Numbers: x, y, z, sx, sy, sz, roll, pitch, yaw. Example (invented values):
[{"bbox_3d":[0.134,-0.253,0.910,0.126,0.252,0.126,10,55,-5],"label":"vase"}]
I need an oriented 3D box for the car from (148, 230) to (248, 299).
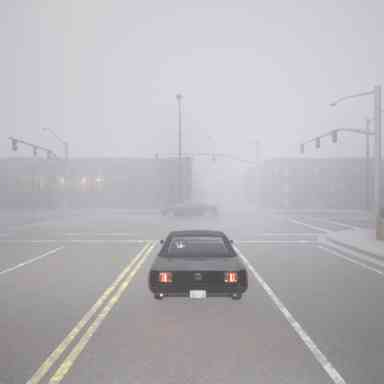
[{"bbox_3d":[0.117,1.601,8.370,1.895,1.301,4.718,0,0,0],"label":"car"}]

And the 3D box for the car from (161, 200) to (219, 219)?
[{"bbox_3d":[-0.158,1.477,28.744,5.008,1.535,1.882,0,0,0],"label":"car"}]
